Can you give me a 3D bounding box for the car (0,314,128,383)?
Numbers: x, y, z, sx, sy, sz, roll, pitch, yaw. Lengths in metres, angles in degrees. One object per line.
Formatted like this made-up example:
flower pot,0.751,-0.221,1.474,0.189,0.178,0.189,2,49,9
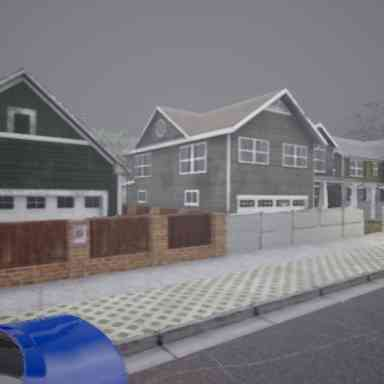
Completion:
car,-2.644,1.476,1.185,5.008,1.535,1.882,-1,1,-36
